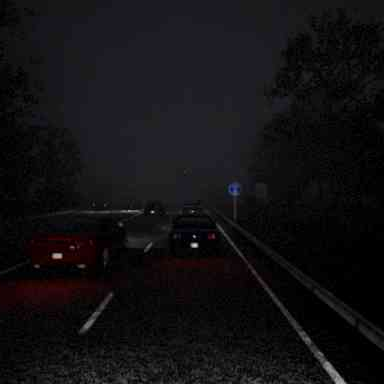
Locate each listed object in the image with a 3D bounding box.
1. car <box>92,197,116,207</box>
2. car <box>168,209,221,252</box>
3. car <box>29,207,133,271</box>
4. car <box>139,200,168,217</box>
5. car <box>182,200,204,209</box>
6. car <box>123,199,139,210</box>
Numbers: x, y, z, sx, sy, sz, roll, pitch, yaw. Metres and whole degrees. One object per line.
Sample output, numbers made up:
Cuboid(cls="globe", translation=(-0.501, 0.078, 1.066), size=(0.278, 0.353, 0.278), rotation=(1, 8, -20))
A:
Cuboid(cls="car", translation=(-10.619, 1.441, 40.425), size=(1.882, 1.535, 5.008), rotation=(0, 0, 0))
Cuboid(cls="car", translation=(0.089, 1.588, 13.899), size=(1.895, 1.301, 4.718), rotation=(0, 0, 0))
Cuboid(cls="car", translation=(-3.409, 1.468, 10.898), size=(1.882, 1.535, 5.008), rotation=(0, 0, 0))
Cuboid(cls="car", translation=(-3.425, 1.476, 31.279), size=(1.837, 1.490, 4.892), rotation=(0, 0, 0))
Cuboid(cls="car", translation=(0.075, 1.463, 31.222), size=(2.128, 1.511, 4.902), rotation=(0, 0, 0))
Cuboid(cls="car", translation=(-7.118, 1.527, 40.815), size=(1.994, 1.385, 4.181), rotation=(0, 0, 0))
